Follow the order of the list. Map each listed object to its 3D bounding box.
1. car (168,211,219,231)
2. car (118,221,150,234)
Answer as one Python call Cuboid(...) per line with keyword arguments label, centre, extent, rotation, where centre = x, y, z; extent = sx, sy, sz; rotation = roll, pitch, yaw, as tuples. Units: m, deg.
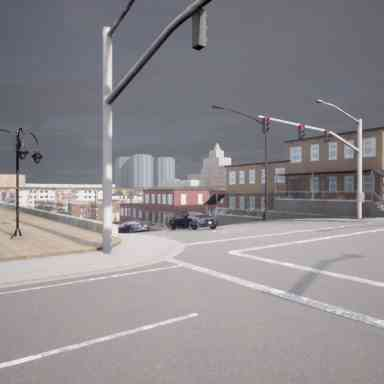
Cuboid(label="car", centre=(0.031, 2.054, 24.150), extent=(1.994, 1.385, 4.181), rotation=(0, -4, -36))
Cuboid(label="car", centre=(-5.838, 3.506, 32.128), extent=(1.812, 1.442, 4.674), rotation=(0, -12, -37))
